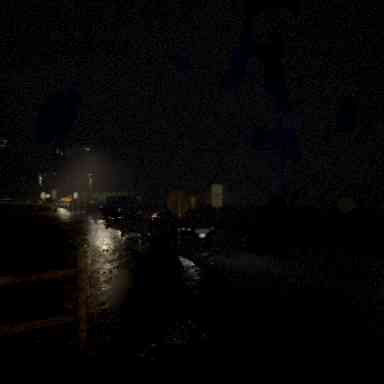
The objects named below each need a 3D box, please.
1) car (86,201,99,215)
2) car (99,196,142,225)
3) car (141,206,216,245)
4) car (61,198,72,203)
[{"bbox_3d":[-10.101,1.697,35.499,1.812,1.442,4.674,1,-1,-26],"label":"car"},{"bbox_3d":[-5.303,1.343,25.840,2.150,2.045,5.566,1,-1,-27],"label":"car"},{"bbox_3d":[-0.583,1.581,16.254,2.128,1.511,4.902,1,-1,-25],"label":"car"},{"bbox_3d":[-32.154,2.247,85.936,1.882,1.535,5.008,1,-1,-24],"label":"car"}]
